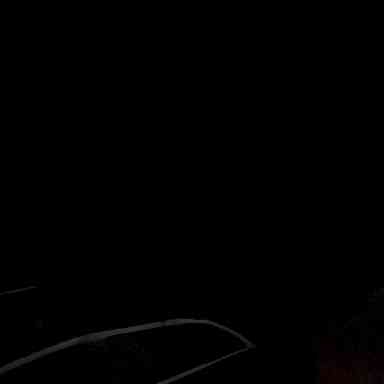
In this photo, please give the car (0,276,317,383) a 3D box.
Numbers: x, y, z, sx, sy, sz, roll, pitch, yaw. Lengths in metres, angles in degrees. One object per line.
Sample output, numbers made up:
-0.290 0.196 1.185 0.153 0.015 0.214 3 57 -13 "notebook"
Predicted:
-1.157 1.491 2.248 4.902 1.511 2.128 0 0 -35 "car"
